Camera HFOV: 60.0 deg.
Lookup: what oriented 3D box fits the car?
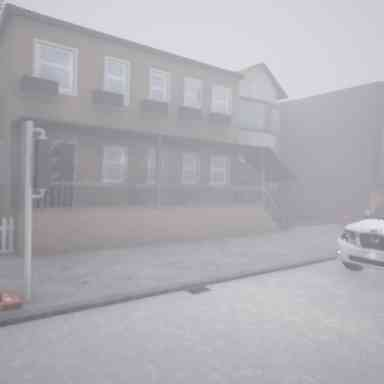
[{"bbox_3d":[6.400,1.150,9.297,5.566,2.045,2.150,1,2,-36],"label":"car"}]
